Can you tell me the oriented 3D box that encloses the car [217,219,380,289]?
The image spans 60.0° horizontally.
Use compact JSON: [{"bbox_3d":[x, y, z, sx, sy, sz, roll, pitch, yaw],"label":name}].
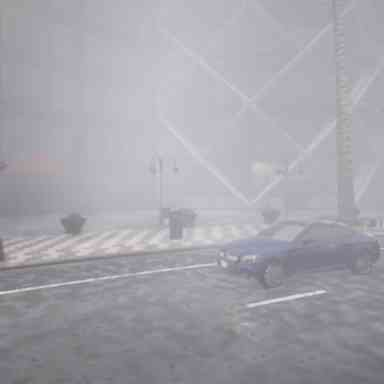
[{"bbox_3d":[2.933,1.479,8.966,4.674,1.442,1.812,0,0,-23],"label":"car"}]
